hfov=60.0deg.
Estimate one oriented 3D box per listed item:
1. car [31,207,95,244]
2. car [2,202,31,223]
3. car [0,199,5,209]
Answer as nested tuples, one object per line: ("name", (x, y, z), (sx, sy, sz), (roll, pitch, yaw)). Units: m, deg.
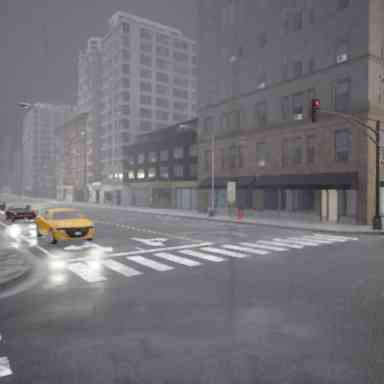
("car", (-6.480, 1.572, 16.755), (1.882, 1.535, 5.008), (0, 0, -35))
("car", (-14.156, 1.738, 27.609), (1.895, 1.301, 4.718), (0, 0, -35))
("car", (-25.860, 1.664, 44.307), (1.882, 1.535, 5.008), (0, 0, -35))
